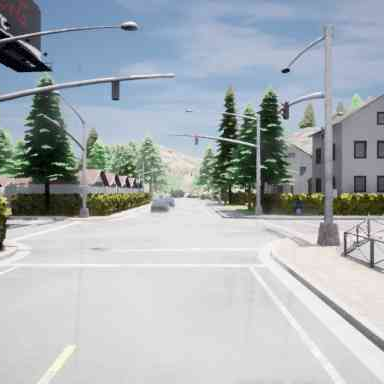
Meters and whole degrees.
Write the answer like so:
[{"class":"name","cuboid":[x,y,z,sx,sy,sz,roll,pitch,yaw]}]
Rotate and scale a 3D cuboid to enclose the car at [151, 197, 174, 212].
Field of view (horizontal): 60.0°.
[{"class":"car","cuboid":[-3.613,1.547,38.507,2.033,1.411,5.357,0,0,0]}]
